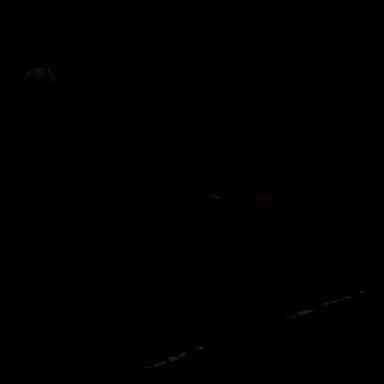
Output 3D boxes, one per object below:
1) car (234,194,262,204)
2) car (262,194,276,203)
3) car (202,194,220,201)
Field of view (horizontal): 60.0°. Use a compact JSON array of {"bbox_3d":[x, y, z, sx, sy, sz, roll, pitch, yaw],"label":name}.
[{"bbox_3d":[9.849,1.363,61.011,2.128,1.511,4.902,-1,1,-36],"label":"car"},{"bbox_3d":[13.170,1.159,61.212,2.097,1.767,4.553,-1,0,-36],"label":"car"},{"bbox_3d":[4.152,1.180,73.496,1.882,1.535,5.008,-1,1,-36],"label":"car"}]
